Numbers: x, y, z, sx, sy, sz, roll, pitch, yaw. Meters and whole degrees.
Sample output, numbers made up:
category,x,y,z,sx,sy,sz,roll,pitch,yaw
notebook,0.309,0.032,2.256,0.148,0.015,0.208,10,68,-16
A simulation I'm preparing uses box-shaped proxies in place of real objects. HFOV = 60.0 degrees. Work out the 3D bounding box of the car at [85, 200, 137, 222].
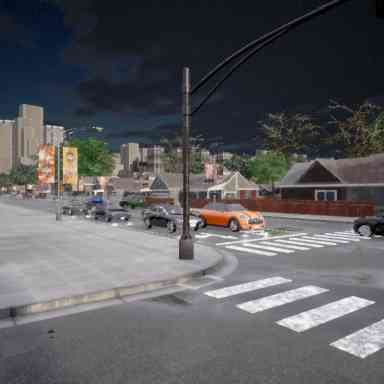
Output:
category,x,y,z,sx,sy,sz,roll,pitch,yaw
car,-7.062,1.710,28.579,2.033,1.411,5.357,0,0,-36

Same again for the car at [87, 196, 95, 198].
category,x,y,z,sx,sy,sz,roll,pitch,yaw
car,-18.584,1.837,56.333,1.837,1.490,4.892,0,0,-35

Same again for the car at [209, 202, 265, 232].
category,x,y,z,sx,sy,sz,roll,pitch,yaw
car,2.397,1.440,20.935,2.097,1.767,4.553,0,0,-36

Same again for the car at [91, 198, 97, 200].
category,x,y,z,sx,sy,sz,roll,pitch,yaw
car,-15.102,1.836,45.568,1.994,1.385,4.181,0,0,-35

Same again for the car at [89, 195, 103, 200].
category,x,y,z,sx,sy,sz,roll,pitch,yaw
car,-18.142,1.572,61.295,2.150,2.045,5.566,0,0,-35

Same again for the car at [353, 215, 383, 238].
category,x,y,z,sx,sy,sz,roll,pitch,yaw
car,10.286,1.507,15.756,1.882,1.535,5.008,0,0,-35

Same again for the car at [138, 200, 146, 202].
category,x,y,z,sx,sy,sz,roll,pitch,yaw
car,-3.530,1.781,35.175,1.895,1.301,4.718,0,0,-35

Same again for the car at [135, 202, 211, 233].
category,x,y,z,sx,sy,sz,roll,pitch,yaw
car,-1.347,1.592,20.564,2.128,1.511,4.902,0,0,-35

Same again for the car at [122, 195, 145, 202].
category,x,y,z,sx,sy,sz,roll,pitch,yaw
car,-8.587,1.475,47.888,2.150,2.045,5.566,0,-1,-35

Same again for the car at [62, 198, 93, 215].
category,x,y,z,sx,sy,sz,roll,pitch,yaw
car,-13.076,1.730,37.055,1.837,1.490,4.892,0,0,-35
